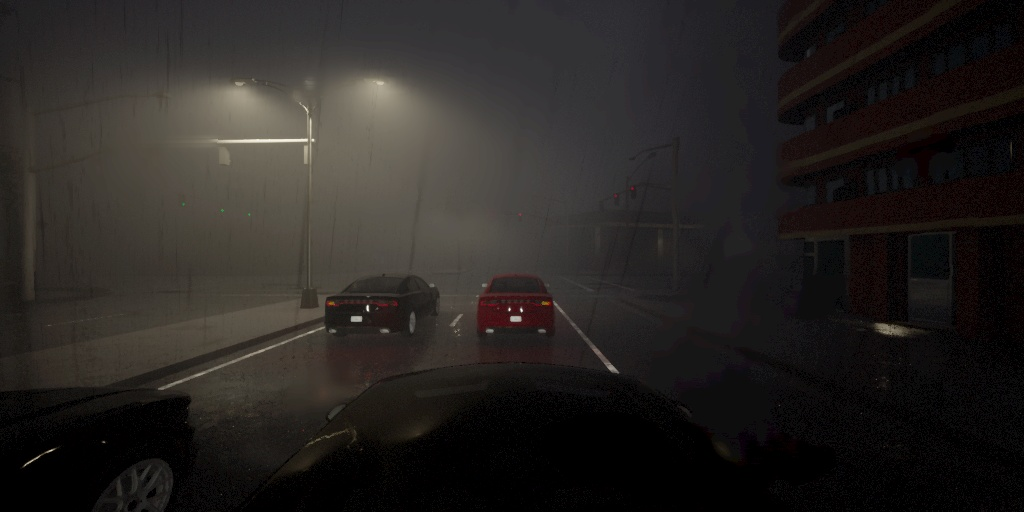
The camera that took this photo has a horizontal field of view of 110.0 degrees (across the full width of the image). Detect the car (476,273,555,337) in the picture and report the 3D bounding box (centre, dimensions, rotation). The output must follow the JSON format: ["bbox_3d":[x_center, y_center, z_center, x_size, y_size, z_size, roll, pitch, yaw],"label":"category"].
[{"bbox_3d":[0.109,1.228,10.341,1.882,1.535,5.008,0,0,1],"label":"car"}]

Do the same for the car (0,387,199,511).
[{"bbox_3d":[-3.408,1.228,0.753,1.882,1.535,5.008,0,0,0],"label":"car"}]

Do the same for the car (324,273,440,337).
[{"bbox_3d":[-3.396,1.228,10.327,1.882,1.535,5.008,0,0,0],"label":"car"}]
